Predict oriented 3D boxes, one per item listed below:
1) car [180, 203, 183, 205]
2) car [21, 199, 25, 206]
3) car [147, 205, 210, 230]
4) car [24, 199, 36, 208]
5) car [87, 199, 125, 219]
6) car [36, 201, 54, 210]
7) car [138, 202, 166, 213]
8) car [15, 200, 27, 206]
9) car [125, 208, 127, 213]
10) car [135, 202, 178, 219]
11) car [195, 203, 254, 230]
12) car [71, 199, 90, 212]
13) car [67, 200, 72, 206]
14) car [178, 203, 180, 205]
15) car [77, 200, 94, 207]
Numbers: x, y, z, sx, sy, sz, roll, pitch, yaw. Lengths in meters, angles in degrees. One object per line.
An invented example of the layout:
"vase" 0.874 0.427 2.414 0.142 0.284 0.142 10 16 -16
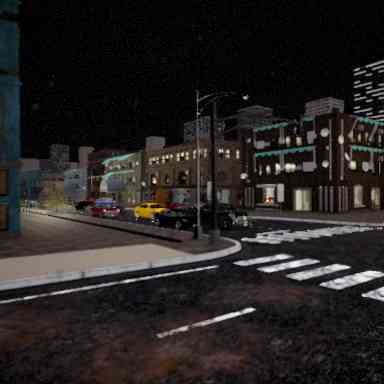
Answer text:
"car" 1.045 1.836 35.062 2.008 1.369 4.403 -1 0 -35
"car" -37.870 2.397 75.305 1.967 1.590 4.097 -1 0 -35
"car" -1.046 1.830 23.335 1.947 1.339 4.313 -1 0 -35
"car" -31.451 2.393 66.286 2.008 1.369 4.403 -1 0 -35
"car" -8.994 1.863 34.712 1.967 1.590 4.097 -1 0 -35
"car" -24.935 2.249 57.126 1.752 1.417 4.829 -1 0 -35
"car" -5.371 1.992 44.082 1.802 1.307 4.206 -1 0 -35
"car" -41.076 2.565 79.816 2.008 1.369 4.403 -1 0 -35
"car" -9.767 2.003 40.302 2.033 1.411 5.357 -1 0 -35
"car" -3.725 1.815 31.791 1.882 1.535 5.008 -1 0 -35
"car" 2.200 1.571 23.392 2.097 1.767 4.553 -1 0 -34
"car" -15.653 2.094 48.655 1.812 1.442 4.674 -1 0 -36
"car" -27.831 2.391 75.655 1.947 1.339 4.313 -1 0 -35
"car" -2.163 1.930 39.572 1.802 1.307 4.206 -1 0 -35
"car" -21.414 2.255 66.634 1.887 1.381 4.507 -1 0 -35
